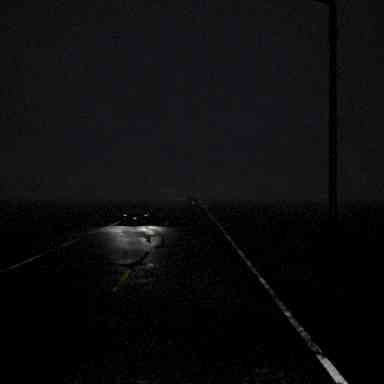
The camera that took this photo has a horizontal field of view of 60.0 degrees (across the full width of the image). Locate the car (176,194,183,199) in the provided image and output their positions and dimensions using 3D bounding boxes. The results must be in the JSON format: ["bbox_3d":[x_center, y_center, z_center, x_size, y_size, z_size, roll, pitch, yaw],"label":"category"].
[{"bbox_3d":[-3.489,1.141,94.394,1.994,1.385,4.181,0,0,0],"label":"car"}]

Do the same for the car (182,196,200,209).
[{"bbox_3d":[0.104,1.363,42.760,2.033,1.411,5.357,0,0,0],"label":"car"}]

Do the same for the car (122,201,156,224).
[{"bbox_3d":[-3.596,1.404,23.418,1.837,1.490,4.892,0,0,0],"label":"car"}]

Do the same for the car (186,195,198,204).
[{"bbox_3d":[0.007,1.318,56.740,1.994,1.385,4.181,0,0,0],"label":"car"}]
